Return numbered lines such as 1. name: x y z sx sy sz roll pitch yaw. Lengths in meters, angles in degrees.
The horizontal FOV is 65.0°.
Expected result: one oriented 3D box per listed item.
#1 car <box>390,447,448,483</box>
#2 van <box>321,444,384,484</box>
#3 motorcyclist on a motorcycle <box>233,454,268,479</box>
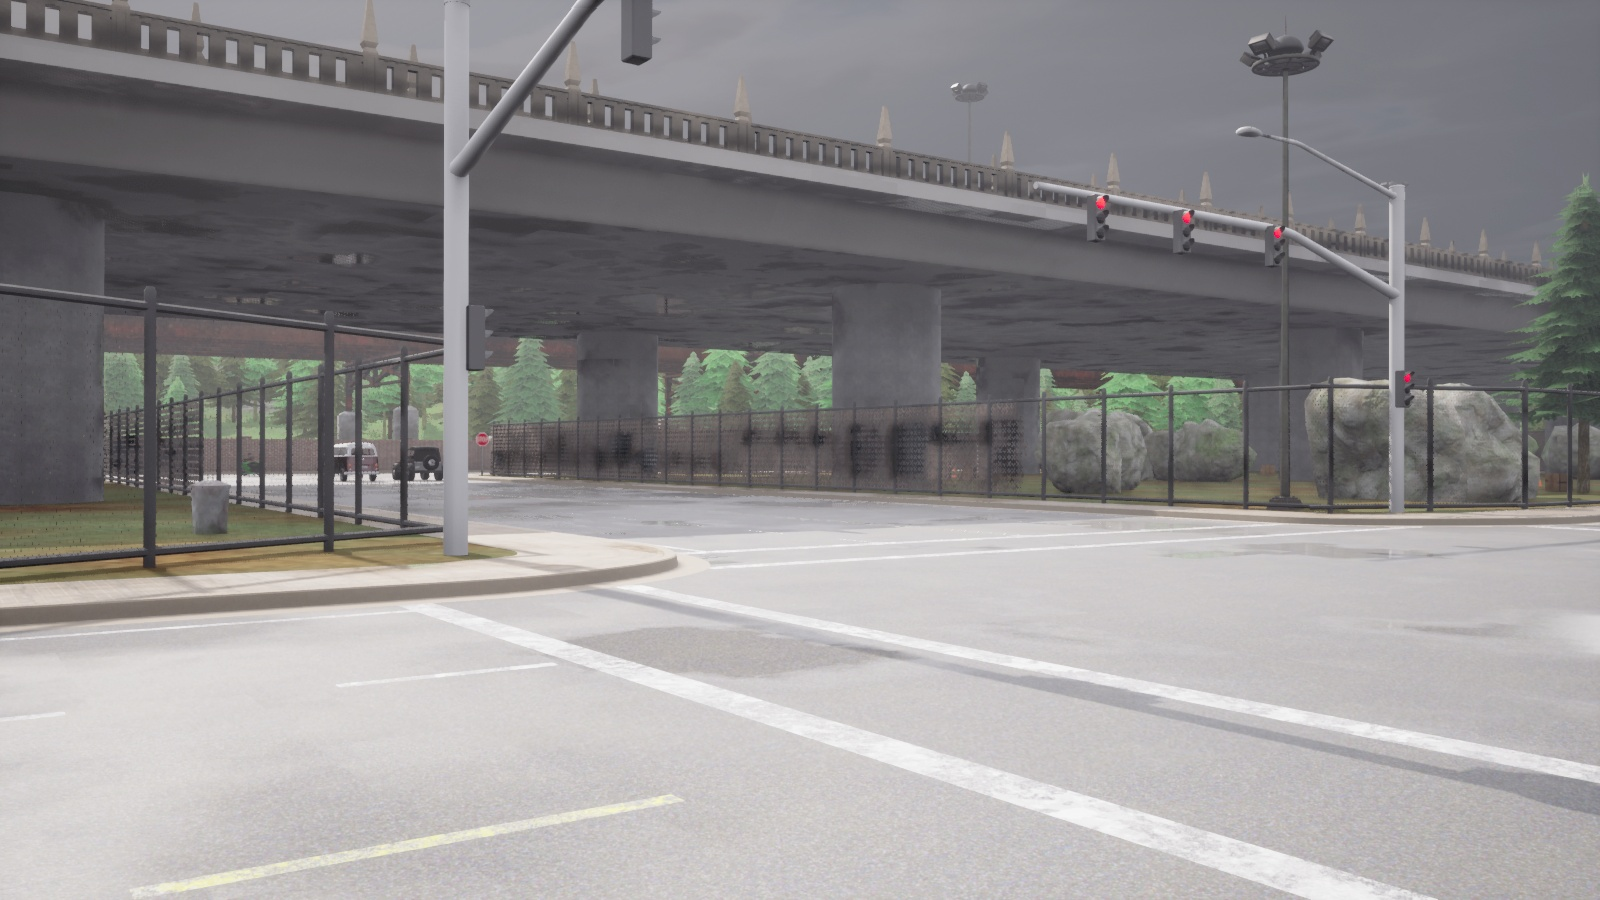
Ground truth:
1. car: -20.874 0.809 68.727 1.905 1.878 3.866 0 0 -35
2. van: -23.884 0.738 66.923 2.069 2.038 4.480 0 0 -35
3. motorcyclist on a motorcycle: -34.494 1.048 78.818 2.044 1.523 0.797 0 2 22
